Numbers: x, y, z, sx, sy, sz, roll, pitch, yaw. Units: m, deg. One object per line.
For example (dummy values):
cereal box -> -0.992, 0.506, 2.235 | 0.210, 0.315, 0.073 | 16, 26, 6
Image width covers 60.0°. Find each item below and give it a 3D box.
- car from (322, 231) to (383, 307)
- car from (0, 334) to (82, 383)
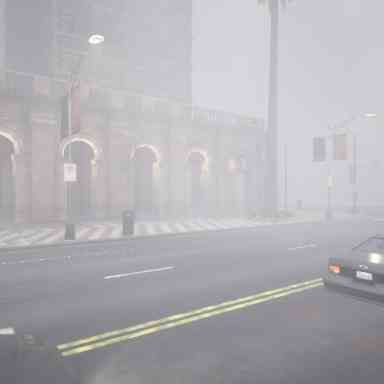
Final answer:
car -> 5.140, 1.550, 7.440 | 5.357, 1.411, 2.033 | 0, 0, -35
car -> -3.196, 1.547, 1.461 | 5.357, 1.411, 2.033 | 0, 0, -36
